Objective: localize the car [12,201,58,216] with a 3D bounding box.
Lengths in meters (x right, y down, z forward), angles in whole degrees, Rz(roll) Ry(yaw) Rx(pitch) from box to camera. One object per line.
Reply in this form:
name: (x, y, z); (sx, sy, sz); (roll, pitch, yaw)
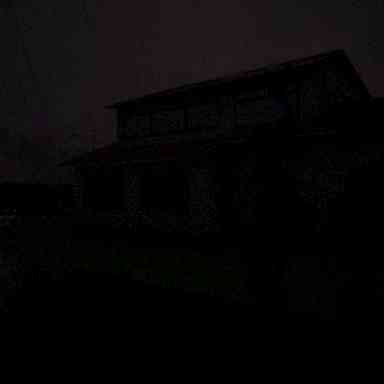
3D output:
car: (-15.531, 1.562, 33.058); (1.994, 1.385, 4.181); (0, 0, 35)
